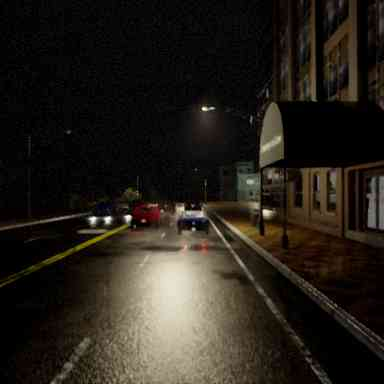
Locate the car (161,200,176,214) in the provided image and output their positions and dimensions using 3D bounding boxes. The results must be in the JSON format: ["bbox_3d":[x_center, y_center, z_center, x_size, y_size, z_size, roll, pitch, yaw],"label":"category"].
[{"bbox_3d":[-3.147,1.779,42.065,2.097,1.767,4.553,0,-1,0],"label":"car"}]

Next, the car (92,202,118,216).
[{"bbox_3d":[-9.841,1.863,37.879,1.882,1.535,5.008,0,-1,0],"label":"car"}]

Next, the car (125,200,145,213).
[{"bbox_3d":[-6.587,1.757,39.934,2.097,1.767,4.553,0,-1,0],"label":"car"}]

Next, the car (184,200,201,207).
[{"bbox_3d":[0.102,1.780,42.147,2.097,1.767,4.553,0,-1,0],"label":"car"}]

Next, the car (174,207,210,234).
[{"bbox_3d":[0.088,1.814,20.783,1.895,1.301,4.718,0,-1,0],"label":"car"}]

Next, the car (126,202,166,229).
[{"bbox_3d":[-3.151,1.722,23.932,1.882,1.535,5.008,0,0,-1],"label":"car"}]
